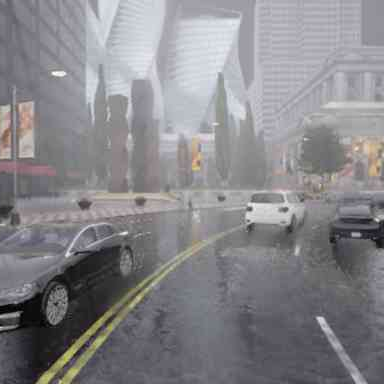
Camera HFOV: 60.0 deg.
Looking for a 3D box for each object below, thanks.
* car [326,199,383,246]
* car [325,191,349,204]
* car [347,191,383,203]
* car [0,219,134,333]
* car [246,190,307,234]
[{"bbox_3d":[6.906,1.263,14.264,1.837,1.490,4.892,0,1,23],"label":"car"},{"bbox_3d":[18.212,0.678,39.949,4.553,1.767,2.097,0,1,-25],"label":"car"},{"bbox_3d":[17.172,0.966,31.254,4.902,1.511,2.128,-1,1,-34],"label":"car"},{"bbox_3d":[-2.753,1.367,6.918,2.128,1.511,4.902,0,1,11],"label":"car"},{"bbox_3d":[4.555,0.922,17.518,2.150,2.045,5.566,0,1,28],"label":"car"}]
